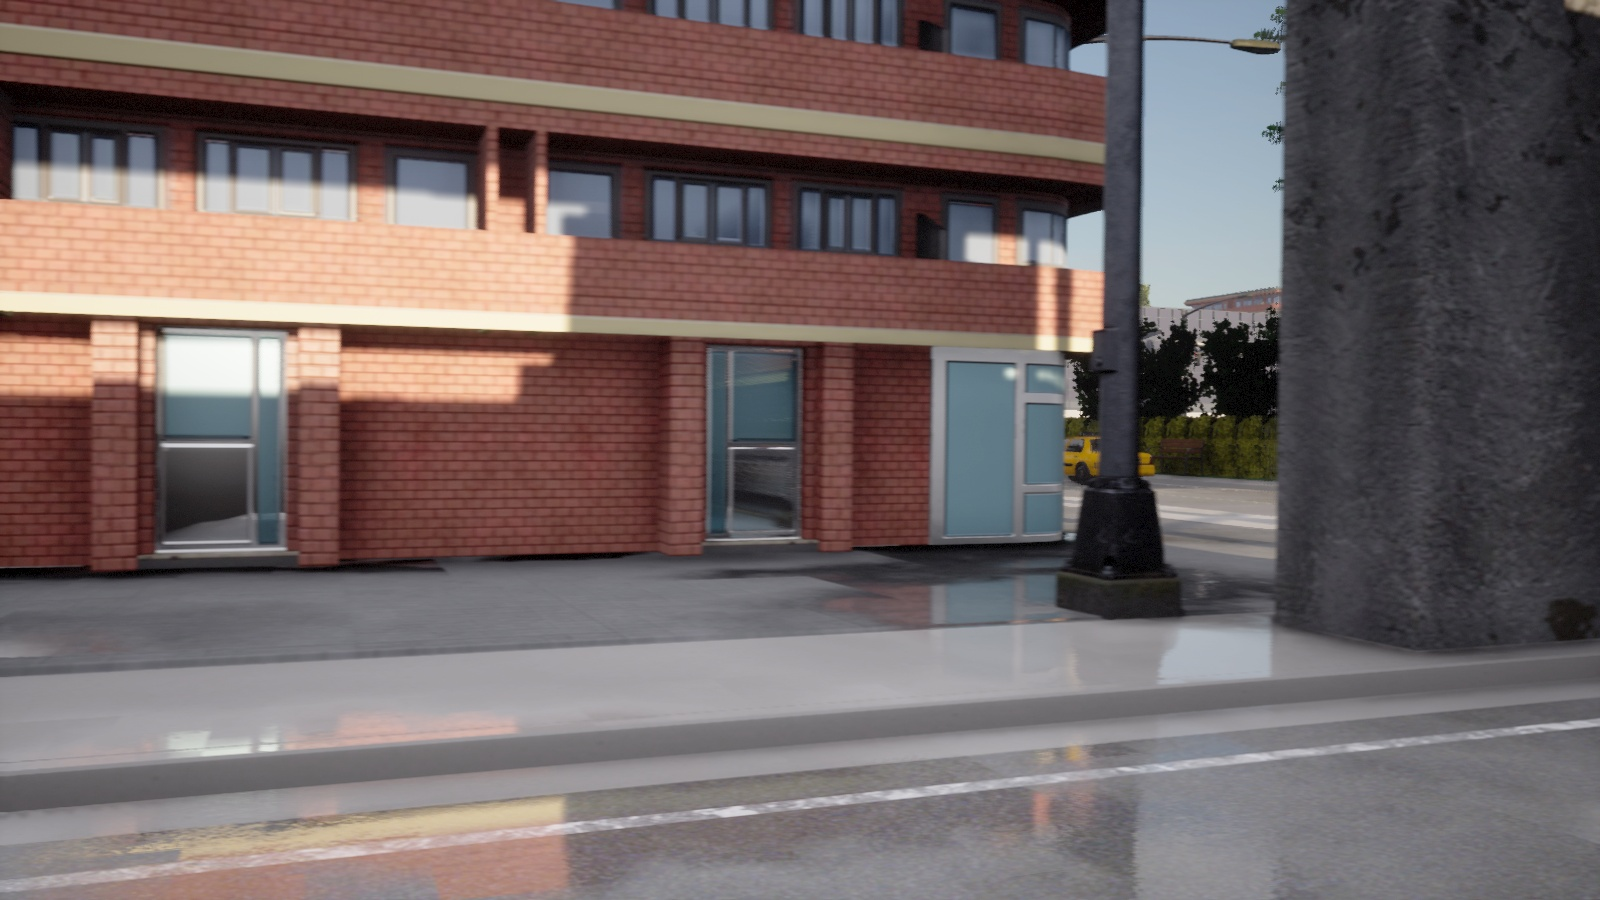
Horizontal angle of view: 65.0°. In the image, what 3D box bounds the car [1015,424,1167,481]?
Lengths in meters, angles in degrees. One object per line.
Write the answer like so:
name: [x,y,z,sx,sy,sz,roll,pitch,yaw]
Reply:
car: [8.639,0.031,37.827,1.801,1.575,5.366,-1,1,-21]
